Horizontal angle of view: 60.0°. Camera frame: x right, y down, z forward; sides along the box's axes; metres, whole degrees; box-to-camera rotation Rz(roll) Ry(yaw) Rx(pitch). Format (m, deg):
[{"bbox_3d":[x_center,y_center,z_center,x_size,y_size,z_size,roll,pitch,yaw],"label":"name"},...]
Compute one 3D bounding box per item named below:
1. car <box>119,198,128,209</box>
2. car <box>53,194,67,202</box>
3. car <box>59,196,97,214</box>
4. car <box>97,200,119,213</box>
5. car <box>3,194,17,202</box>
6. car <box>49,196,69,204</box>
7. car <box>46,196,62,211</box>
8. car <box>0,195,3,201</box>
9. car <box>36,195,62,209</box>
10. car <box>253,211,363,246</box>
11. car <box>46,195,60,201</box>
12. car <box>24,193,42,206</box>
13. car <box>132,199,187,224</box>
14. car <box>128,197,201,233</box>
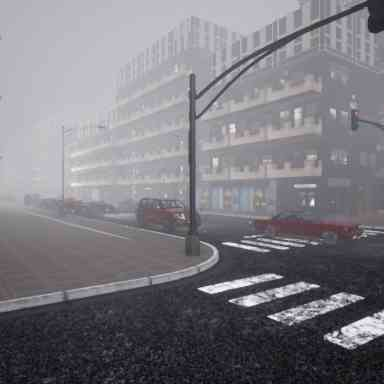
[{"bbox_3d":[-8.061,1.465,42.947,1.802,1.307,4.206,0,0,-36],"label":"car"},{"bbox_3d":[-27.996,1.269,70.472,1.967,1.590,4.097,0,0,-36],"label":"car"},{"bbox_3d":[-11.524,1.444,33.442,1.887,1.381,4.507,0,0,-36],"label":"car"},{"bbox_3d":[-9.882,1.498,35.598,1.895,1.301,4.718,0,0,-36],"label":"car"},{"bbox_3d":[-38.107,1.412,70.144,1.802,1.307,4.206,0,0,-36],"label":"car"},{"bbox_3d":[-24.517,1.383,61.265,2.033,1.411,5.357,0,0,-37],"label":"car"},{"bbox_3d":[-14.848,1.451,38.030,1.947,1.339,4.313,0,0,-36],"label":"car"},{"bbox_3d":[-41.430,1.269,74.730,1.967,1.590,4.097,0,0,-36],"label":"car"},{"bbox_3d":[-18.171,1.436,42.619,1.947,1.339,4.313,0,0,-36],"label":"car"},{"bbox_3d":[5.308,1.582,15.596,1.895,1.301,4.718,0,0,-44],"label":"car"},{"bbox_3d":[-31.318,1.379,75.058,2.008,1.369,4.403,0,0,-36],"label":"car"},{"bbox_3d":[-24.815,1.162,51.793,2.192,1.841,5.009,0,0,-36],"label":"car"},{"bbox_3d":[-2.624,1.409,25.564,1.882,1.535,5.008,0,1,-36],"label":"car"},{"bbox_3d":[-1.556,1.264,19.679,2.192,1.841,5.009,0,0,-36],"label":"car"}]
